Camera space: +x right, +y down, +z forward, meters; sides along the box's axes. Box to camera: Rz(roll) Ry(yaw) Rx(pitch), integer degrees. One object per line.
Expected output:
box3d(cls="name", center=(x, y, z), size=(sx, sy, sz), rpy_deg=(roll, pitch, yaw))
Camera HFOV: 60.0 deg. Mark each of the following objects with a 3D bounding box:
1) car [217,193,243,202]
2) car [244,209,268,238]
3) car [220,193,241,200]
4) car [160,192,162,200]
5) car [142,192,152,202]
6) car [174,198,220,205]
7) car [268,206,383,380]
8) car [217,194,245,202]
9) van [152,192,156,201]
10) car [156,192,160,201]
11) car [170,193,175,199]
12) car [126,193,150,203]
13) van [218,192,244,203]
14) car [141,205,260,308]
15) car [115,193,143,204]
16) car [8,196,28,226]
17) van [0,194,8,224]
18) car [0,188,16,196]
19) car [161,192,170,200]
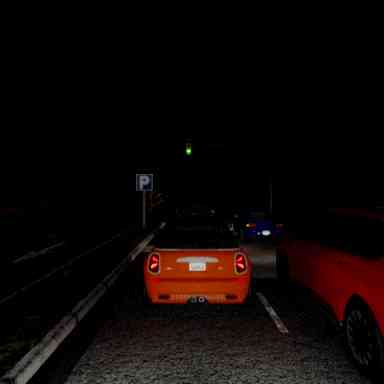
box3d(cls="car", center=(7.528, 1.135, 65.899), size=(4.553, 1.767, 2.185), rpy_deg=(1, 0, -14))
box3d(cls="car", center=(3.136, 1.549, 16.290), size=(1.812, 1.442, 4.674), rpy_deg=(0, 0, 0))
box3d(cls="car", center=(9.287, 1.121, 80.602), size=(4.553, 1.767, 2.185), rpy_deg=(1, 0, -12))
box3d(cls="car", center=(-9.799, 1.352, 75.248), size=(4.674, 1.452, 2.002), rpy_deg=(-1, 0, -13))
box3d(cls="car", center=(-10.933, 1.309, 63.287), size=(5.366, 1.575, 1.946), rpy_deg=(-1, 0, -15))
box3d(cls="car", center=(0.150, 1.377, 17.649), size=(2.097, 1.767, 4.553), rpy_deg=(0, 0, 0))
box3d(cls="car", center=(3.099, 1.229, 5.641), size=(2.150, 2.045, 5.566), rpy_deg=(0, 0, -1))
box3d(cls="car", center=(8.057, 1.257, 68.893), size=(5.366, 1.575, 1.946), rpy_deg=(1, 0, -13))
box3d(cls="van", center=(-10.387, 1.086, 69.280), size=(4.442, 1.987, 1.878), rpy_deg=(-1, 0, -14))
box3d(cls="car", center=(-10.166, 1.314, 72.252), size=(4.892, 1.521, 2.231), rpy_deg=(-1, 0, -14))
box3d(cls="car", center=(-8.188, 1.057, 87.241), size=(5.566, 2.045, 2.435), rpy_deg=(-1, 0, -12))
box3d(cls="car", center=(-10.846, 1.189, 66.239), size=(4.553, 1.767, 2.185), rpy_deg=(-1, 0, -14))
box3d(cls="van", center=(7.150, 1.036, 62.928), size=(4.442, 1.987, 1.878), rpy_deg=(1, 0, -14))
box3d(cls="car", center=(0.101, 1.363, 8.096), size=(2.097, 1.767, 4.553), rpy_deg=(0, 0, 0))
box3d(cls="car", center=(-11.572, 1.352, 60.293), size=(4.792, 1.488, 2.163), rpy_deg=(-1, 0, -15))
box3d(cls="car", center=(-13.673, 1.400, 22.483), size=(4.553, 1.767, 2.185), rpy_deg=(-1, 0, -19))
box3d(cls="van", center=(-13.642, 1.294, 19.505), size=(4.442, 1.987, 1.878), rpy_deg=(-1, 0, -20))
box3d(cls="car", center=(-28.273, 0.131, 51.126), size=(2.002, 1.452, 4.674), rpy_deg=(6, -3, -20))
box3d(cls="car", center=(-8.631, 1.349, 84.234), size=(4.674, 1.452, 2.002), rpy_deg=(-1, 0, -12))
